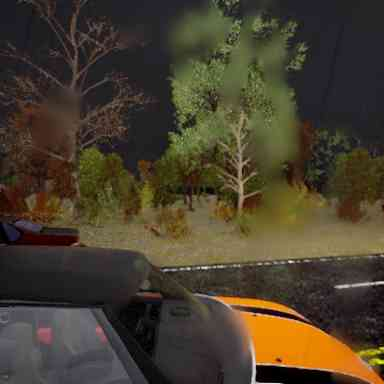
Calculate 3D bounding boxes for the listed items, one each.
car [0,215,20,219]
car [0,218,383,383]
[{"bbox_3d":[-5.177,1.228,7.433,5.357,1.411,2.033,0,1,-19],"label":"car"},{"bbox_3d":[-0.763,1.253,2.377,4.553,1.767,2.097,2,2,-2],"label":"car"}]
